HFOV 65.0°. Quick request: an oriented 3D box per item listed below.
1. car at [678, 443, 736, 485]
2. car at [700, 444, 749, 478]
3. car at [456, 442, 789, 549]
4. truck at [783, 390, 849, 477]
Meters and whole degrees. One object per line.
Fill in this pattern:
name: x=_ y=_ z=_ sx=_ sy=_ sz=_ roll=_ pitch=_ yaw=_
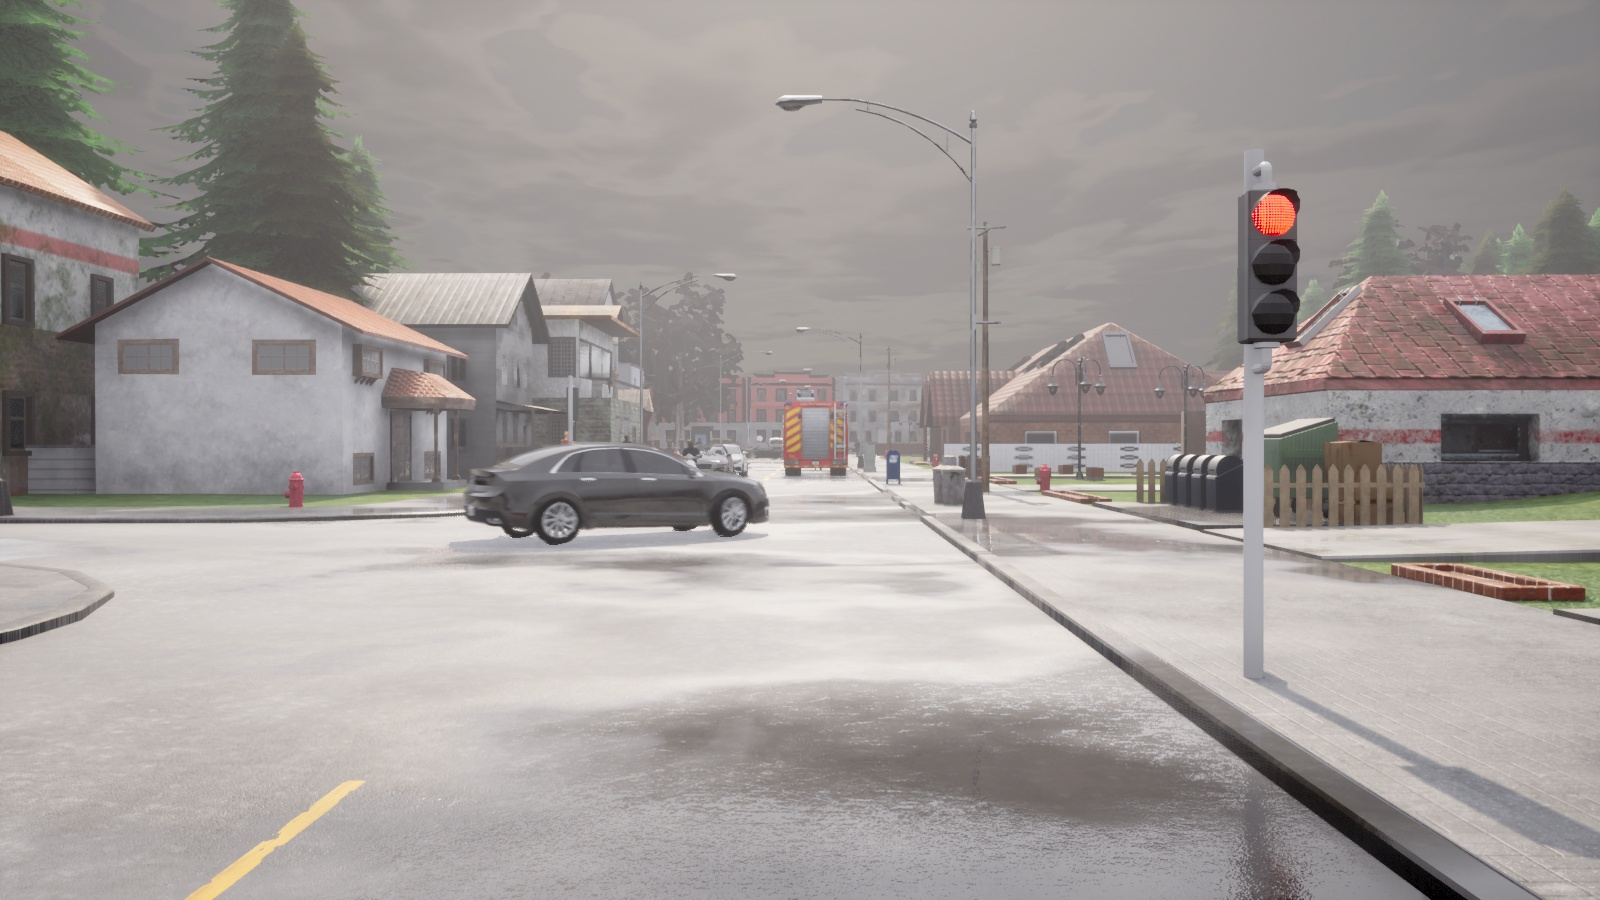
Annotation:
car: x=-3.419 y=0.492 z=46.936 sx=1.816 sy=1.474 sz=4.193 roll=0 pitch=0 yaw=1
car: x=-3.314 y=0.455 z=55.688 sx=1.812 sy=1.442 sz=4.674 roll=0 pitch=0 yaw=1
car: x=-2.740 y=0.637 z=19.867 sx=4.892 sy=1.490 sz=1.837 roll=0 pitch=1 yaw=-32
truck: x=0.732 y=-0.752 z=59.198 sx=2.891 sy=3.827 sz=8.468 roll=0 pitch=0 yaw=1
